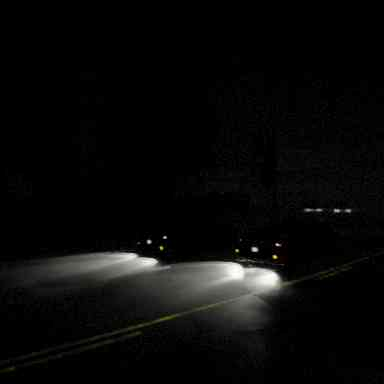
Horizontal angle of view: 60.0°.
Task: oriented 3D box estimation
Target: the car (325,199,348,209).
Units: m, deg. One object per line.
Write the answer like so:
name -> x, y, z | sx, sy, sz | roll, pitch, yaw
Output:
car -> 22.051, 1.739, 50.859 | 1.882, 1.535, 5.008 | -1, -1, 0

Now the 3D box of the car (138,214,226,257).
car -> -0.031, 1.597, 13.202 | 4.181, 1.385, 1.994 | 0, 0, -41

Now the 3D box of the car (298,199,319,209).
car -> 18.521, 1.832, 52.902 | 1.882, 1.535, 5.008 | -1, -1, -2

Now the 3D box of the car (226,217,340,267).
car -> 3.411, 1.584, 11.593 | 4.181, 1.385, 1.994 | 0, 0, -42
